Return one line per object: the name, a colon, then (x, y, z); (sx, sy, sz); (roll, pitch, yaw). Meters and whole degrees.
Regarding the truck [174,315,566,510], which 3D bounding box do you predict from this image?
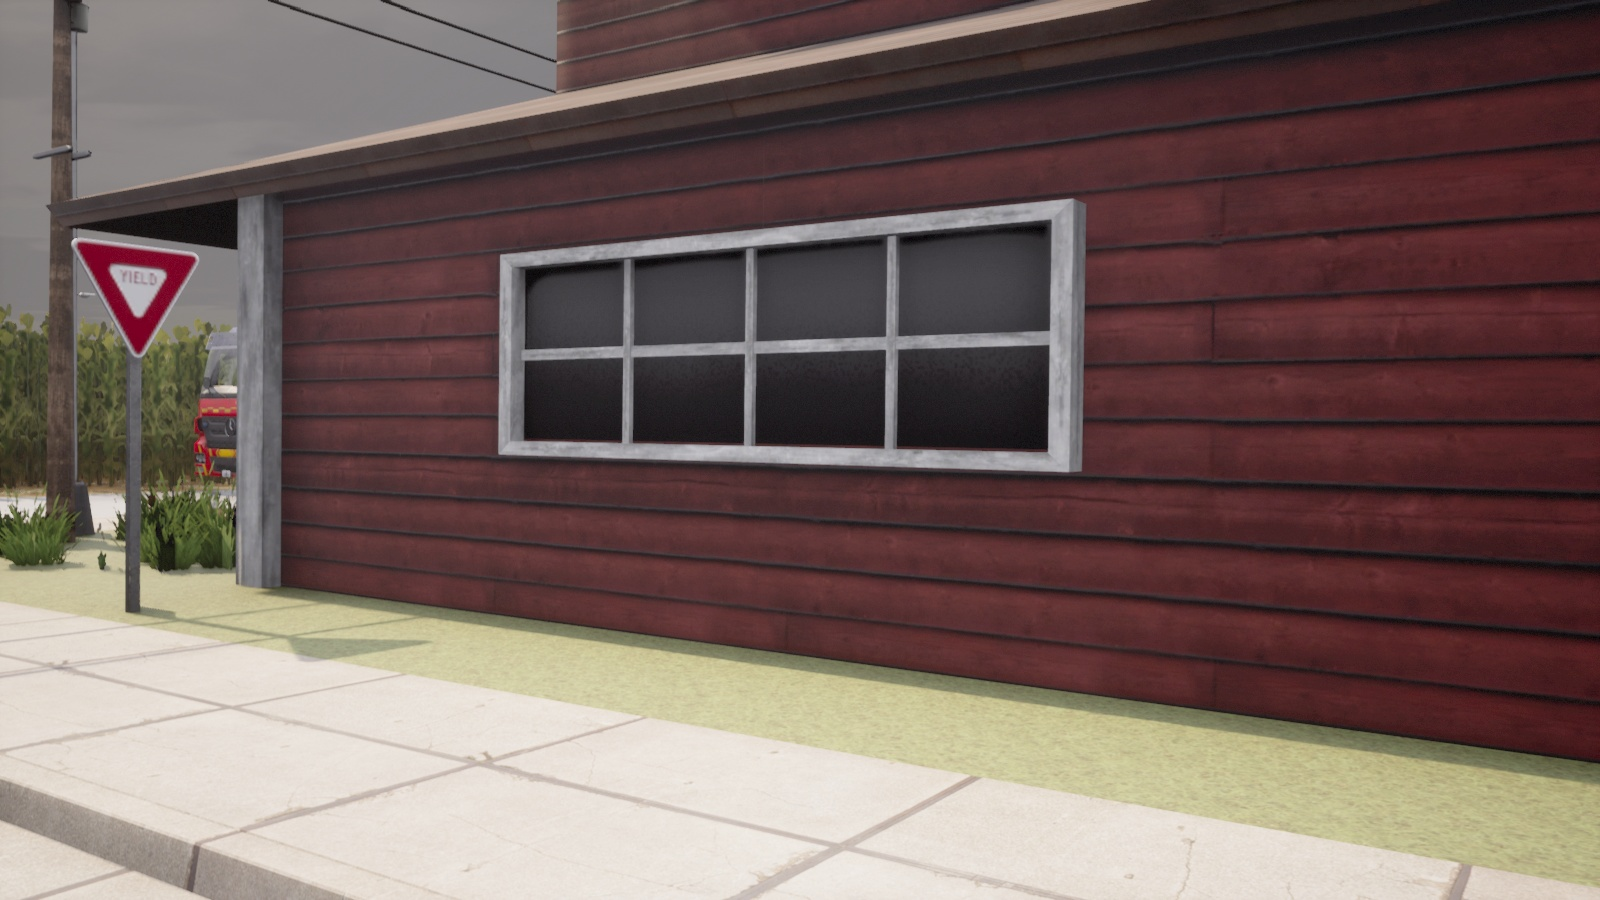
truck: (-9.512, -0.809, 29.017); (2.891, 3.827, 8.468); (0, 1, 34)
